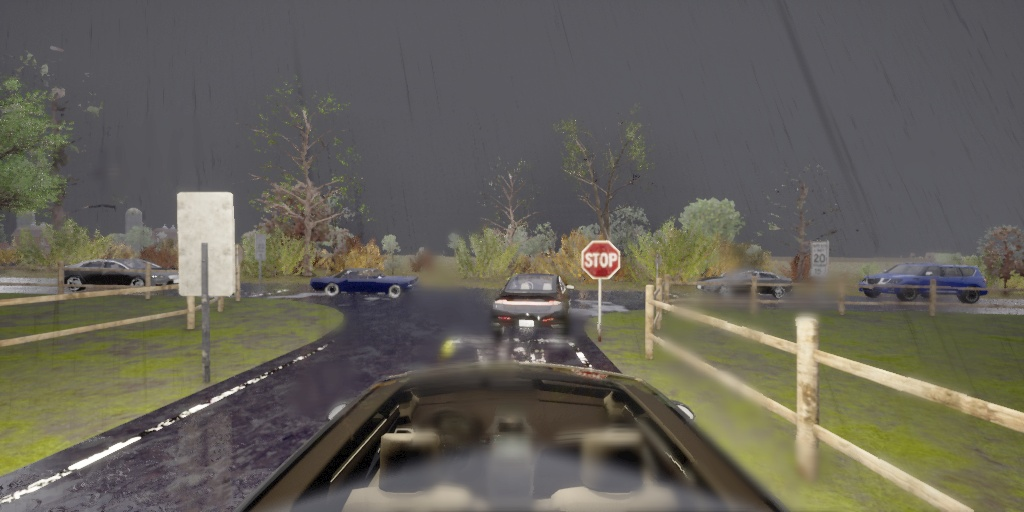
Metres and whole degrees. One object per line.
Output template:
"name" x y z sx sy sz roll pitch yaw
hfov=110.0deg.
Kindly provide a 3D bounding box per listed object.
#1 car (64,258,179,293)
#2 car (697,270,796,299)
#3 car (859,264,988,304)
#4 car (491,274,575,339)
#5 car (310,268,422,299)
"car" -18.487 0.883 17.178 4.902 1.511 2.128 1 1 0
"car" 13.007 1.523 20.082 4.902 1.511 2.128 1 1 0
"car" 22.903 1.464 20.069 5.566 2.045 2.150 1 1 0
"car" 0.708 1.239 10.126 2.128 1.511 4.902 0 0 9
"car" -6.819 1.247 17.159 4.718 1.301 1.895 1 1 0
